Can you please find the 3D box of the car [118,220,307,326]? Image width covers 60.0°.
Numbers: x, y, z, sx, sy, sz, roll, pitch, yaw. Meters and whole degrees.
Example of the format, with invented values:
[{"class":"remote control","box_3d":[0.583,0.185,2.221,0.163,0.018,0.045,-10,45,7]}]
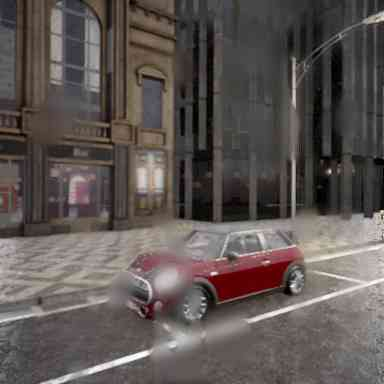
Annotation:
[{"class":"car","box_3d":[0.531,1.453,7.028,4.097,1.590,1.967,0,0,-36]}]
